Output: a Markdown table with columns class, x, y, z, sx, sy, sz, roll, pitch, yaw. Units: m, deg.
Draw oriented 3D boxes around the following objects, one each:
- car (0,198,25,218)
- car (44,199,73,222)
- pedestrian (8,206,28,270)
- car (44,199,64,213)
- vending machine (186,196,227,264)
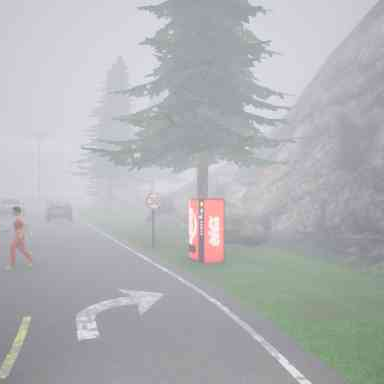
| class | x | y | z | sx | sy | sz | roll | pitch | yaw |
| --- | --- | --- | --- | --- | --- | --- | --- | --- | --- |
| car | -16.013 | 1.352 | 29.461 | 2.097 | 1.767 | 4.553 | 0 | 0 | -24 |
| car | -10.616 | 1.491 | 26.502 | 2.128 | 1.511 | 4.902 | 0 | 0 | -25 |
| pedestrian | -5.001 | 1.294 | 9.576 | 0.375 | 1.860 | 0.375 | 0 | 0 | -26 |
| car | -16.393 | 1.547 | 39.320 | 2.033 | 1.411 | 5.357 | 0 | 0 | -24 |
| vending machine | 0.470 | 1.195 | 11.054 | 1.100 | 2.100 | 0.880 | 0 | 0 | -26 |
